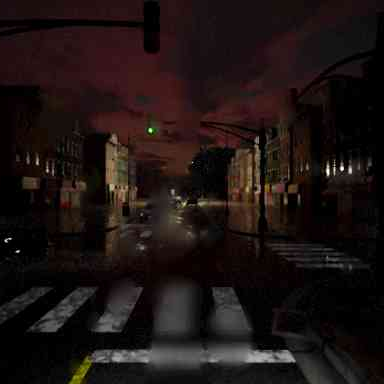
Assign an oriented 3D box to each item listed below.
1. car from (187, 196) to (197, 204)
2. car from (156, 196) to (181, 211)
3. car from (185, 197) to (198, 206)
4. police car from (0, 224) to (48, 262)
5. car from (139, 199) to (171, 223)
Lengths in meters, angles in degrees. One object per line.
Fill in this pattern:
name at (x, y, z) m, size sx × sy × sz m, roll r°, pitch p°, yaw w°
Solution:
car at (-0.015, 1.608, 65.914) m, size 1.994 × 1.385 × 4.181 m, roll 0°, pitch 0°, yaw 0°
car at (-2.856, 1.499, 40.821) m, size 2.128 × 1.511 × 4.902 m, roll 0°, pitch 0°, yaw 0°
car at (-0.013, 1.532, 55.498) m, size 1.837 × 1.490 × 4.892 m, roll 0°, pitch 0°, yaw 0°
police car at (-7.579, 1.377, 11.007) m, size 5.238 × 1.638 × 1.930 m, roll 0°, pitch 0°, yaw 0°
car at (-2.854, 1.528, 25.374) m, size 1.812 × 1.442 × 4.674 m, roll 0°, pitch 0°, yaw 0°
